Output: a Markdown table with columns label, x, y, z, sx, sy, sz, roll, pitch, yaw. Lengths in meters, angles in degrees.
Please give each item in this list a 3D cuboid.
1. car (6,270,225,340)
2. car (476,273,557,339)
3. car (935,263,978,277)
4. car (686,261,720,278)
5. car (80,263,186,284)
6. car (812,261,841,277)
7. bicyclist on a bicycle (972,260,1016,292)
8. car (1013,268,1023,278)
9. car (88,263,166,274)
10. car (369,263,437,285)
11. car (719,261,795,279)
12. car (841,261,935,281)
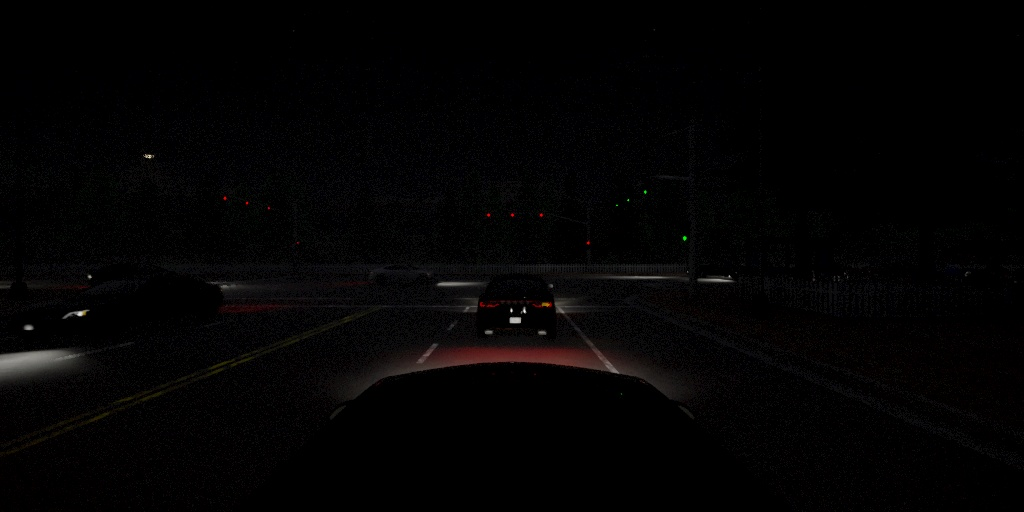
| label | x | y | z | sx | sy | sz | roll | pitch | yaw |
| --- | --- | --- | --- | --- | --- | --- | --- | --- | --- |
| car | -10.506 | 1.276 | 10.116 | 1.812 | 1.442 | 4.674 | 0 | 0 | 0 |
| car | 0.174 | 1.228 | 10.159 | 1.882 | 1.535 | 5.008 | 0 | 0 | 2 |
| car | 37.673 | 1.295 | 31.599 | 4.718 | 1.301 | 1.895 | 0 | 0 | 9 |
| car | 18.418 | 1.186 | 32.496 | 4.902 | 1.511 | 2.128 | 0 | 0 | 1 |
| car | -26.890 | 1.242 | 25.576 | 5.357 | 1.411 | 2.033 | 0 | 0 | 0 |
| car | 27.749 | 1.186 | 32.317 | 4.902 | 1.511 | 2.128 | 0 | 0 | 2 |
| bicyclist on a bicycle | 22.822 | 0.995 | 17.020 | 0.582 | 1.620 | 1.656 | 0 | 0 | 0 |
| car | 41.809 | 1.172 | 27.129 | 5.008 | 1.535 | 1.882 | 0 | 0 | 16 |
| car | -22.929 | 1.199 | 21.953 | 4.892 | 1.490 | 1.837 | 0 | 0 | 2 |
| car | -7.696 | 1.246 | 25.477 | 4.674 | 1.442 | 1.812 | 0 | 0 | 0 |
| car | 20.236 | 1.242 | 29.018 | 5.357 | 1.411 | 2.033 | 0 | 0 | -1 |
| car | 29.989 | 1.172 | 28.747 | 5.008 | 1.535 | 1.882 | 0 | 0 | 3 |
